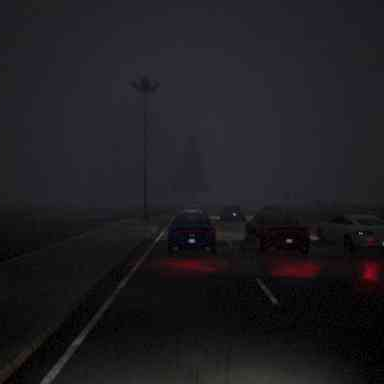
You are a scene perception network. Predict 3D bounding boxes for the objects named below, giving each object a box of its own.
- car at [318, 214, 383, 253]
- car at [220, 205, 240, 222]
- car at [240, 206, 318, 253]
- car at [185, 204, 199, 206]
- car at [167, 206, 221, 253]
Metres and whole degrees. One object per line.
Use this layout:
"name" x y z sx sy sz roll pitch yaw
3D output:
"car" 7.000 1.660 14.326 1.812 1.442 4.674 0 0 0
"car" 3.502 1.838 29.252 1.994 1.385 4.181 0 0 1
"car" 3.501 1.613 14.414 1.882 1.535 5.008 0 0 0
"car" 0.007 1.800 29.326 1.812 1.442 4.674 0 0 1
"car" 0.001 1.613 14.416 1.882 1.535 5.008 0 0 0
